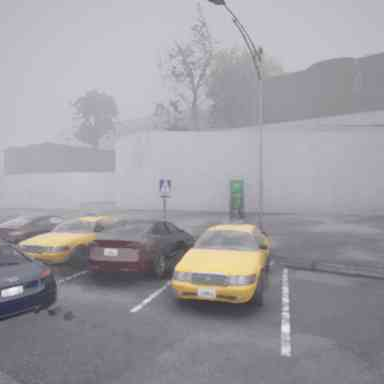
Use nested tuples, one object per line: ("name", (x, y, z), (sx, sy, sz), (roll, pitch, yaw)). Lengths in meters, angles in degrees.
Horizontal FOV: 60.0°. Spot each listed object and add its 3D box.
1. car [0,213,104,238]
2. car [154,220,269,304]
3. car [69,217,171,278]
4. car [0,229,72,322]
("car", (-3.867, 1.568, 12.033), (1.946, 1.575, 5.366), (0, -1, 16))
("car", (0.988, 1.522, 8.566), (1.946, 1.575, 5.366), (0, -1, 16))
("car", (-1.387, 1.581, 10.508), (2.163, 1.488, 4.792), (0, -1, 16))
("car", (-4.590, 1.625, 6.654), (4.181, 1.385, 1.994), (-1, 0, 36))
